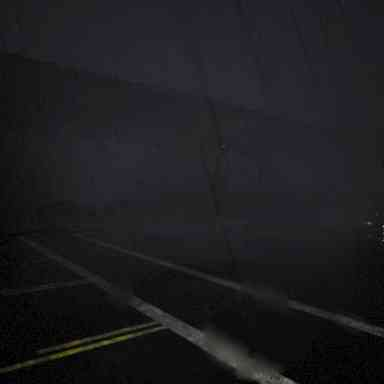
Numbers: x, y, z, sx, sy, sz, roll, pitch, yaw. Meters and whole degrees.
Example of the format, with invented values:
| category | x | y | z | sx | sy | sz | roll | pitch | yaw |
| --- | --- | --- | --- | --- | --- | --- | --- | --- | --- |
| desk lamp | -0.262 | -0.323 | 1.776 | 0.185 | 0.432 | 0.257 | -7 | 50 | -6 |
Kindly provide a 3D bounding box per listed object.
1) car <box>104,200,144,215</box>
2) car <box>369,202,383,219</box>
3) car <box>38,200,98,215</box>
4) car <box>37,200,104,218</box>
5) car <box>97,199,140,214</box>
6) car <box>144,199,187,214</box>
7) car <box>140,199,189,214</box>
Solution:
| category | x | y | z | sx | sy | sz | roll | pitch | yaw |
| --- | --- | --- | --- | --- | --- | --- | --- | --- | --- |
| car | -6.857 | 1.506 | 31.457 | 2.038 | 1.542 | 4.974 | 0 | 0 | 18 |
| car | 17.504 | 1.625 | 29.366 | 4.902 | 1.511 | 2.128 | 0 | 0 | -35 |
| car | -10.653 | 1.329 | 28.781 | 4.536 | 1.218 | 1.853 | 0 | 0 | 8 |
| car | -10.603 | 1.487 | 28.773 | 4.974 | 1.542 | 2.038 | 0 | 0 | 8 |
| car | -6.841 | 1.349 | 31.507 | 1.853 | 1.218 | 4.536 | 0 | 0 | 18 |
| car | -2.997 | 1.372 | 35.210 | 4.536 | 1.218 | 1.853 | 0 | 0 | -7 |
| car | -2.946 | 1.529 | 35.216 | 4.974 | 1.542 | 2.038 | 0 | 0 | -7 |
